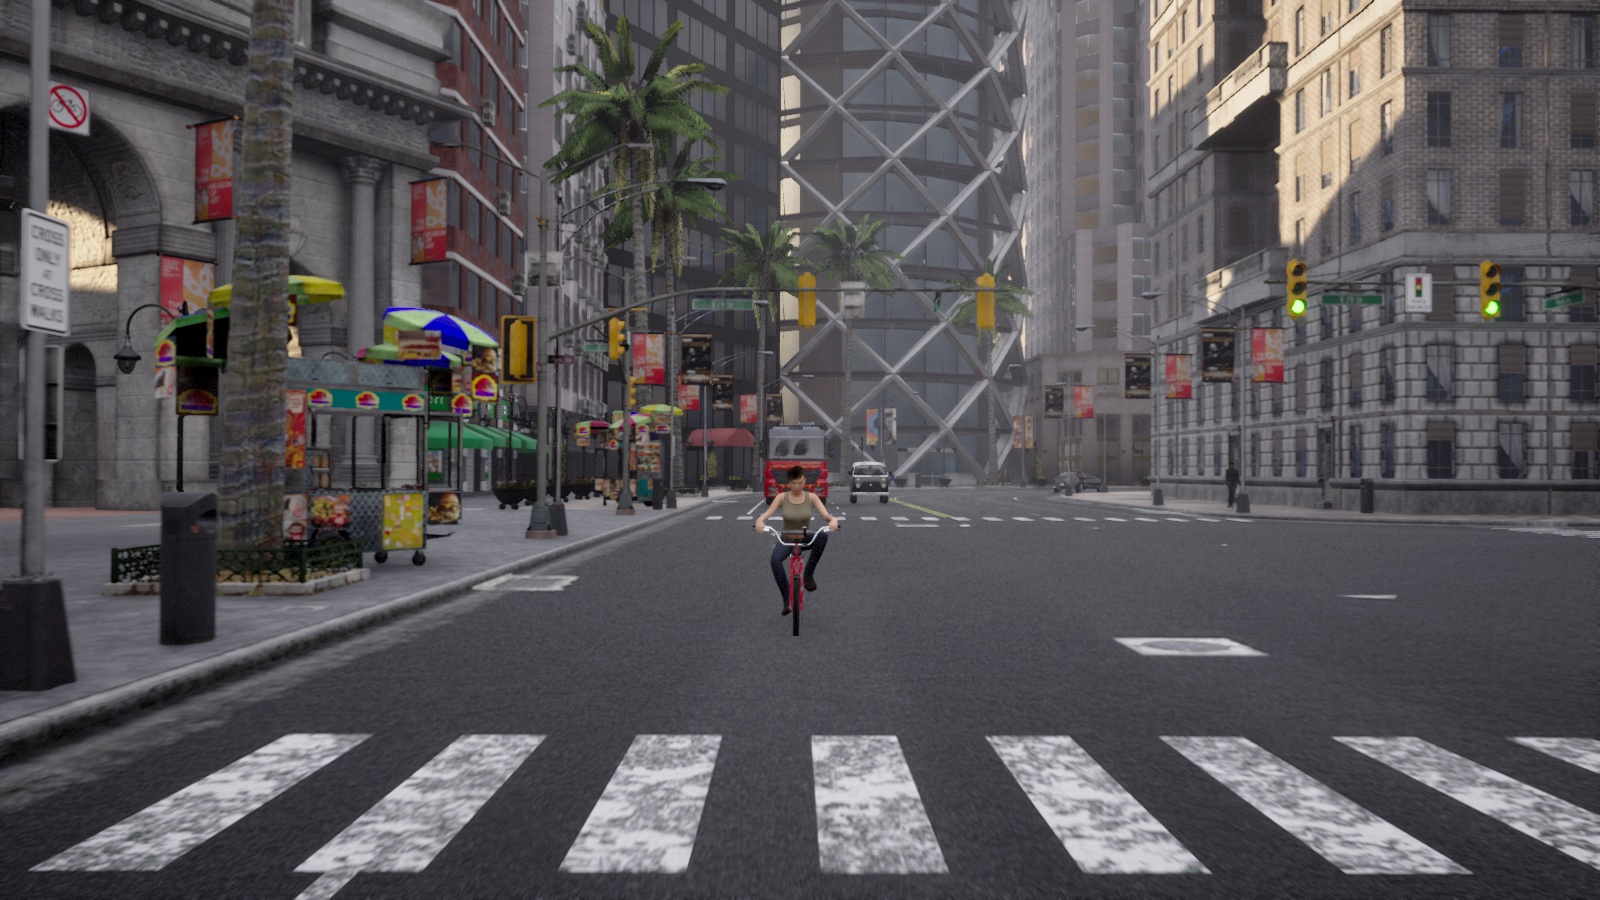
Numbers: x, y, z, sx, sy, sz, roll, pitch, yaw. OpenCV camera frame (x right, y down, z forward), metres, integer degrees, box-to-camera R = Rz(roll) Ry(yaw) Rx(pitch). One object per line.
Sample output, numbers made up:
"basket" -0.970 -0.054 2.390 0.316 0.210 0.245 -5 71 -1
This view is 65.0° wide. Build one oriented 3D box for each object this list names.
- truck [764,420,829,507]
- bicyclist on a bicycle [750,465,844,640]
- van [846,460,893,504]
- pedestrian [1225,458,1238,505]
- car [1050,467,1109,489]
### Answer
"truck" -0.162 0.652 59.821 2.891 3.827 8.468 0 -1 0
"bicyclist on a bicycle" -0.026 0.958 12.364 0.866 1.612 1.509 0 -1 0
"van" 3.351 1.551 61.314 2.069 2.038 4.480 0 -1 0
"pedestrian" 17.053 1.234 49.628 0.353 1.847 0.614 0 -1 6
"car" 21.115 2.097 94.839 2.152 1.651 5.027 -1 -1 41
